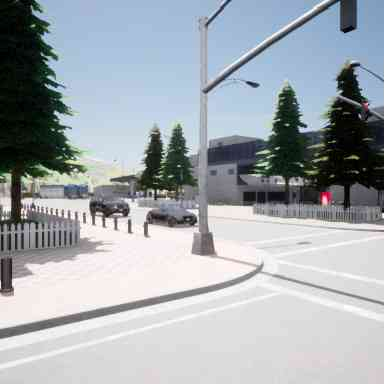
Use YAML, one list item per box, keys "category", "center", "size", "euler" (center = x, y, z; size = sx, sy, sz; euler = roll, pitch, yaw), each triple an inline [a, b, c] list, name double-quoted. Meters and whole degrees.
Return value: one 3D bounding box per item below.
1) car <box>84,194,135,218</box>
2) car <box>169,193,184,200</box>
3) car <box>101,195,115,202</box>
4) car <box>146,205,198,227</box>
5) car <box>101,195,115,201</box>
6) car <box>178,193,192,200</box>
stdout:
- category: "car"
  center: [-7.885, 1.237, 31.366]
  size: [2.150, 2.045, 5.566]
  euler: [0, 0, -37]
- category: "car"
  center: [-3.922, 1.113, 85.982]
  size: [1.932, 1.855, 4.605]
  euler: [0, 0, -37]
- category: "car"
  center: [-18.931, 1.389, 75.022]
  size: [1.845, 1.501, 3.633]
  euler: [0, 0, -37]
- category: "car"
  center: [-1.450, 1.579, 22.849]
  size: [1.994, 1.385, 4.181]
  euler: [0, 0, -37]
- category: "car"
  center: [-20.958, 1.399, 82.757]
  size: [1.970, 1.475, 3.806]
  euler: [0, 0, -37]
- category: "car"
  center: [-1.834, 1.092, 88.044]
  size: [1.905, 1.878, 3.866]
  euler: [0, 0, -37]
